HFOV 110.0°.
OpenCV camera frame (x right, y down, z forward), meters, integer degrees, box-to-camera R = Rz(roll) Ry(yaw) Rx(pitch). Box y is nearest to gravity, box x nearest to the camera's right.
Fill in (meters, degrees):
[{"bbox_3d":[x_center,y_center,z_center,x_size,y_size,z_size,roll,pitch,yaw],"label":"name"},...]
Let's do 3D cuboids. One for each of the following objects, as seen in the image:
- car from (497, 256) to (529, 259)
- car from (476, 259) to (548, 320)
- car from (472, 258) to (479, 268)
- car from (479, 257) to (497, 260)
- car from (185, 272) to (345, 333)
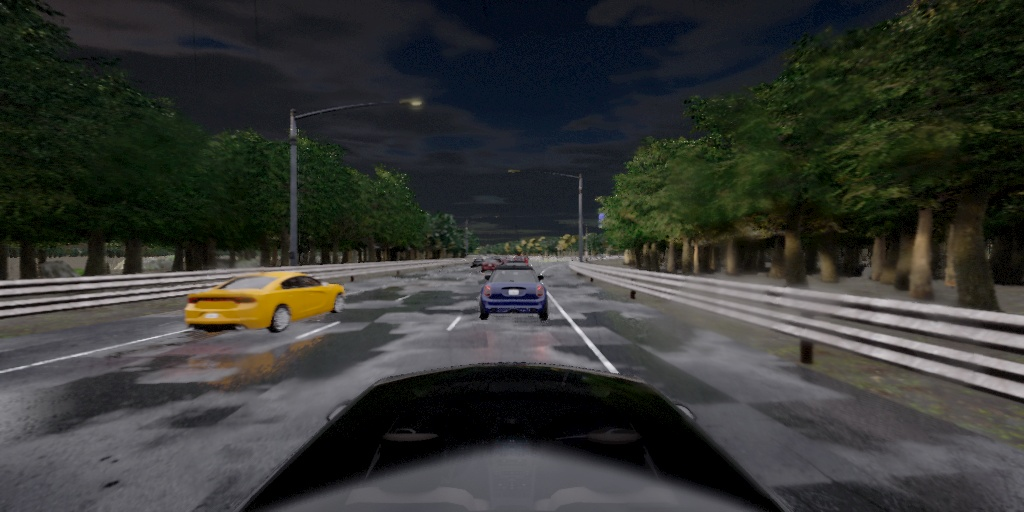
[{"bbox_3d":[0.285,1.093,24.333,2.097,1.767,4.553,0,0,1],"label":"car"},{"bbox_3d":[0.080,1.101,12.839,2.097,1.767,4.553,0,0,1],"label":"car"},{"bbox_3d":[-5.349,1.148,58.834,1.837,1.490,4.892,0,0,3],"label":"car"},{"bbox_3d":[-2.458,1.046,44.239,2.097,1.767,4.553,0,0,2],"label":"car"},{"bbox_3d":[-6.874,1.222,10.723,1.882,1.535,5.008,0,0,1],"label":"car"}]
